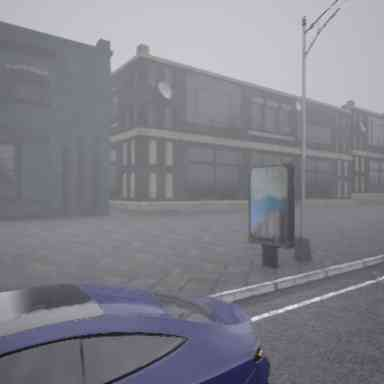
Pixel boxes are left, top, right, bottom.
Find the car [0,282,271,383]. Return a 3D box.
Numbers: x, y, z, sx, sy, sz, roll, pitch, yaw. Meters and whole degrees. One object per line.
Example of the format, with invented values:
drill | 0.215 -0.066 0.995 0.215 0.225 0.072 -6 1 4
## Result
car | -1.421 1.526 2.364 4.674 1.442 1.812 0 0 -36
